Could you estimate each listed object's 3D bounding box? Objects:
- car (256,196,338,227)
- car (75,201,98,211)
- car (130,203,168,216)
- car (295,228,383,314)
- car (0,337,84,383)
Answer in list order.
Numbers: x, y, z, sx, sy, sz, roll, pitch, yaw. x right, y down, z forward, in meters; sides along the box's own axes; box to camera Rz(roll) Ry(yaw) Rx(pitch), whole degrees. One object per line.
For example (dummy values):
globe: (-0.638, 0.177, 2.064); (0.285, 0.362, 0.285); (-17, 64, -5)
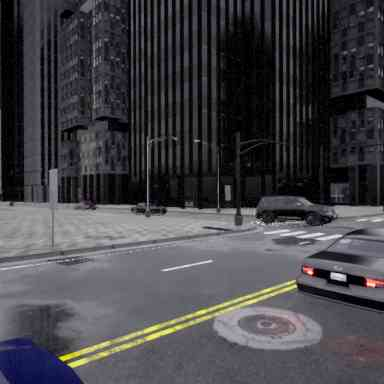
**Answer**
car: (7.242, 1.297, 23.574); (5.566, 2.045, 2.150); (-1, -1, 41)
car: (-15.231, 1.995, 47.771); (1.994, 1.385, 4.181); (0, 0, -41)
car: (-4.678, 1.868, 35.978); (1.895, 1.301, 4.718); (0, 0, -42)
car: (4.448, 1.547, 7.555); (5.357, 1.411, 2.033); (0, 0, -42)
car: (-2.629, 1.601, 1.190); (4.718, 1.301, 1.895); (0, 0, -42)
